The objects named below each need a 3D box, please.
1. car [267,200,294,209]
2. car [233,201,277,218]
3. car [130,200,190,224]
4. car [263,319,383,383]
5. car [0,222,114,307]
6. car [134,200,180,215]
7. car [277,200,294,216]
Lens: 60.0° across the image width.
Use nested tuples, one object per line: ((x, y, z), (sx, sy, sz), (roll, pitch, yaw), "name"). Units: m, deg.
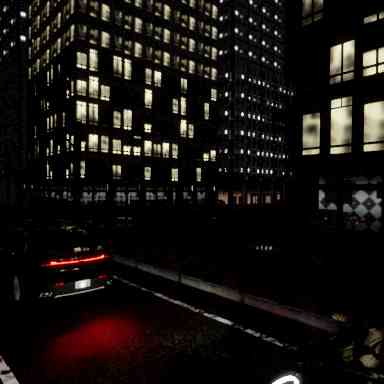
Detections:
((13.630, 1.882, 51.117), (4.313, 1.339, 1.947), (1, 0, -40), "car")
((6.228, 1.833, 33.922), (4.829, 1.417, 1.752), (1, 0, -40), "car")
((-2.526, 1.524, 26.545), (5.009, 1.841, 2.192), (1, 0, -40), "car")
((2.401, 1.352, 1.346), (2.097, 1.767, 4.553), (0, 0, -41), "car")
((-3.667, 1.501, 8.152), (1.837, 1.490, 4.892), (0, 0, -41), "car")
((-3.747, 1.648, 36.476), (4.829, 1.417, 1.752), (1, 0, -40), "car")
((10.411, 1.936, 37.448), (4.206, 1.307, 1.802), (1, 0, -40), "car")
